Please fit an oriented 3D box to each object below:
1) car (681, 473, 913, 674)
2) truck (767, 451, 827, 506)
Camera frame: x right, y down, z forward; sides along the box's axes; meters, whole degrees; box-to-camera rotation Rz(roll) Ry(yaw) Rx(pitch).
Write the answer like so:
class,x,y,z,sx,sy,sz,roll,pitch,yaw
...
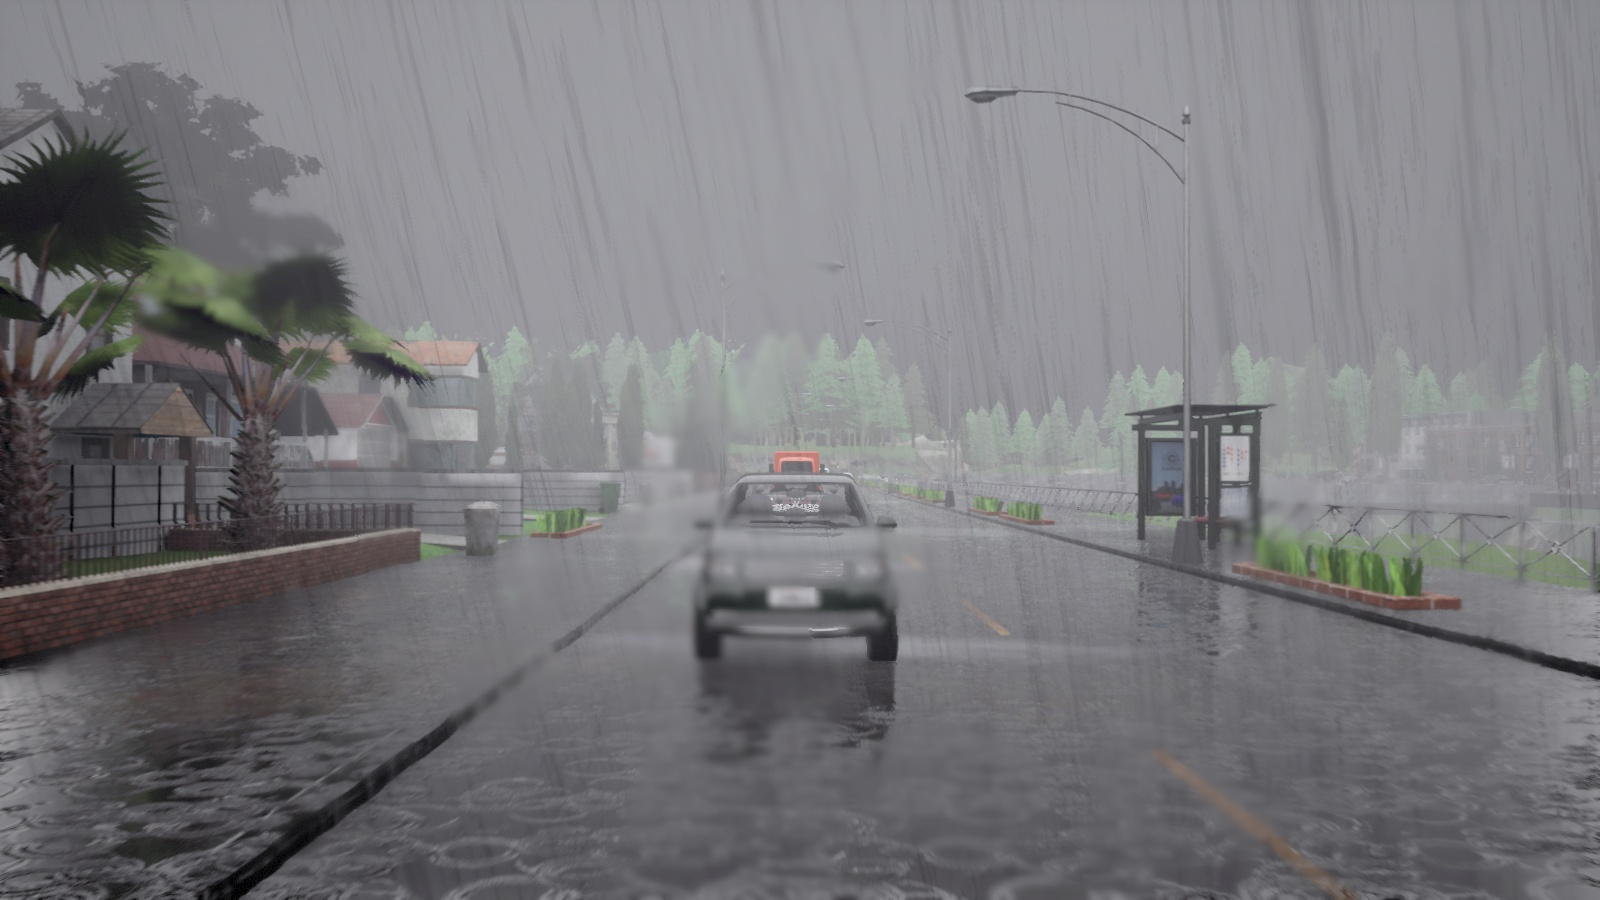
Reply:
class,x,y,z,sx,sy,sz,roll,pitch,yaw
car,-0.027,0.987,11.582,1.789,1.549,3.705,0,-1,0
truck,-0.140,1.308,58.502,2.627,2.467,5.204,0,-1,0
